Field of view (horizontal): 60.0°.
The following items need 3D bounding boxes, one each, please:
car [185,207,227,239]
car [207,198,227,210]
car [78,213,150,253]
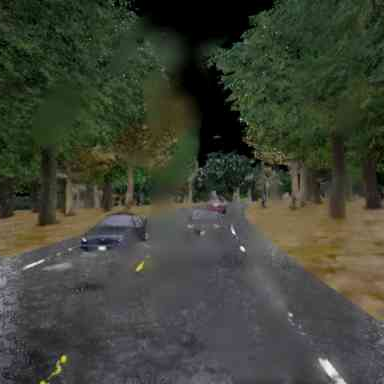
[{"bbox_3d":[0.714,1.692,17.858,1.895,1.301,4.718,0,0,4],"label":"car"},{"bbox_3d":[2.875,1.500,37.912,2.097,1.767,4.553,0,0,8],"label":"car"},{"bbox_3d":[-3.081,1.636,14.501,2.033,1.411,5.357,0,0,3],"label":"car"}]
